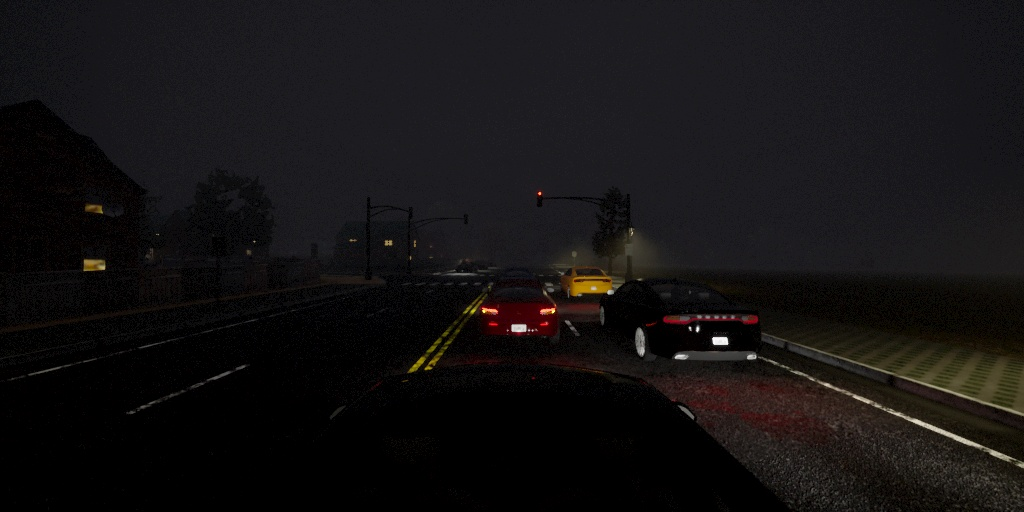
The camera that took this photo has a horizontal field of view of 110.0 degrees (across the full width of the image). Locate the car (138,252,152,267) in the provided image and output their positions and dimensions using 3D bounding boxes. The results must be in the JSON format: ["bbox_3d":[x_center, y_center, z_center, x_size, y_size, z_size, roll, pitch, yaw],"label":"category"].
[{"bbox_3d":[-41.919,0.312,38.767,5.566,2.045,2.150,1,-1,16],"label":"car"}]

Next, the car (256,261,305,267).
[{"bbox_3d":[-21.062,0.910,32.961,5.008,1.535,1.882,1,-1,16],"label":"car"}]

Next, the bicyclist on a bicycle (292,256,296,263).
[{"bbox_3d":[-24.252,0.780,39.935,0.582,1.620,1.656,1,-1,15],"label":"bicyclist on a bicycle"}]

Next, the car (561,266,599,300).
[{"bbox_3d":[3.532,1.239,17.769,1.882,1.535,5.008,0,0,1],"label":"car"}]

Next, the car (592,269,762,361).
[{"bbox_3d":[3.402,1.231,8.301,1.882,1.535,5.008,0,0,0],"label":"car"}]

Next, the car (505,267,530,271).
[{"bbox_3d":[0.281,1.289,18.582,1.812,1.442,4.674,0,0,0],"label":"car"}]

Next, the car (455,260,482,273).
[{"bbox_3d":[-5.529,1.362,44.304,2.033,1.411,5.357,0,0,5],"label":"car"}]

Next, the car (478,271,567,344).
[{"bbox_3d":[0.162,1.280,9.475,1.812,1.442,4.674,0,0,1],"label":"car"}]

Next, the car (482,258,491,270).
[{"bbox_3d":[-4.921,1.318,55.395,1.882,1.535,5.008,0,0,4],"label":"car"}]

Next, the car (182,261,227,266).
[{"bbox_3d":[-30.849,0.875,35.675,4.718,1.301,1.895,1,-1,16],"label":"car"}]
